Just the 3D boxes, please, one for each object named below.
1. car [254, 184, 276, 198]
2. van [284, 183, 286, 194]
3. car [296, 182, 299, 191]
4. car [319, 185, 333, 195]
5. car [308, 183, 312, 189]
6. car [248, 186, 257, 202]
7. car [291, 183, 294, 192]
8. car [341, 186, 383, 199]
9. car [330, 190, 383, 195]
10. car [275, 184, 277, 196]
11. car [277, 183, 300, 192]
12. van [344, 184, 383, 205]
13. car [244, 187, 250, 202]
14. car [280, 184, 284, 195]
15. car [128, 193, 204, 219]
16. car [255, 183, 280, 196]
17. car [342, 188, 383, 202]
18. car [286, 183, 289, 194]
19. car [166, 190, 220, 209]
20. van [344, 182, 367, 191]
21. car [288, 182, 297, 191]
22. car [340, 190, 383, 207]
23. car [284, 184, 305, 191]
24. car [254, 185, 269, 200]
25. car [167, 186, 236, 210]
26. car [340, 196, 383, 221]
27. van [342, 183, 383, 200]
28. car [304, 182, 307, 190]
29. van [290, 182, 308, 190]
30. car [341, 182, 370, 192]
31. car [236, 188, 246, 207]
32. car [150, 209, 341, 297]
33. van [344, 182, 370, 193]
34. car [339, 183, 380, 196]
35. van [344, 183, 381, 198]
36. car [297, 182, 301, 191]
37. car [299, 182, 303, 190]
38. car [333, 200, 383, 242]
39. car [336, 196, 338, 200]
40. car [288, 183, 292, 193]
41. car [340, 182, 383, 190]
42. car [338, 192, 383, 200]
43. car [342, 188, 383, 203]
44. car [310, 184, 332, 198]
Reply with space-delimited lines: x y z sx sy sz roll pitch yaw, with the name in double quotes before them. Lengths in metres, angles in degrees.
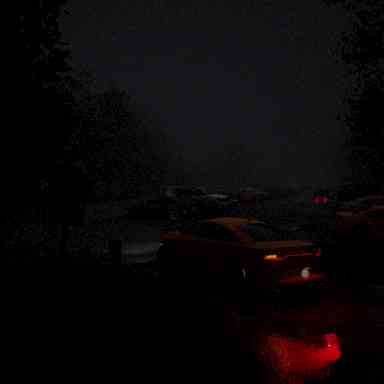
"car" 7.444 0.149 42.162 5.366 1.575 1.946 1 3 25
"van" 12.004 -0.442 52.265 4.442 1.987 1.878 1 2 25
"car" 17.685 -0.651 64.930 4.892 1.521 2.231 1 2 25
"car" 22.805 -0.358 56.582 1.882 1.535 5.008 1 2 25
"car" 26.956 -1.597 85.092 5.566 2.045 2.435 1 2 25
"car" 3.639 0.467 34.754 5.366 1.575 1.946 1 3 25
"car" 15.340 -0.450 59.901 4.792 1.488 2.163 1 2 25
"car" 22.609 0.073 44.292 5.008 1.535 2.097 1 2 25
"car" 13.210 0.893 24.250 5.366 1.575 1.946 1 3 25
"car" 8.423 0.051 44.756 4.892 1.521 2.231 1 3 25
"car" 21.120 -1.038 72.509 4.553 1.767 2.185 1 2 25
"van" 18.150 0.230 34.290 4.442 1.987 1.878 1 3 25
"car" 2.657 0.585 32.153 4.892 1.521 2.231 1 3 25
"car" 10.768 -0.102 49.787 4.792 1.488 2.163 1 2 25
"car" -2.001 1.057 22.083 4.792 1.488 2.163 1 3 25
"car" 9.614 -0.168 47.261 4.553 1.767 2.185 1 2 25
"car" 20.324 0.285 39.252 4.792 1.488 2.163 1 2 25
"car" 13.027 -0.276 54.857 4.792 1.488 2.163 1 2 25
"car" -0.813 0.917 24.589 5.008 1.535 2.097 1 3 25
"van" 36.609 -1.193 74.555 4.442 1.987 1.878 1 2 25
"car" 16.354 -0.571 62.488 5.366 1.575 1.946 1 2 25
"car" 16.813 0.596 31.732 4.792 1.488 2.163 1 3 25
"car" 24.619 -1.132 80.068 4.674 1.452 2.002 1 2 25
"car" 6.002 0.243 39.907 5.366 1.575 1.946 1 3 25
"car" 0.364 0.555 27.090 5.566 2.045 2.435 1 3 25
"car" 12.222 1.049 21.660 4.674 1.452 2.002 1 3 25
"van" 21.346 -0.065 41.800 4.442 1.987 1.878 1 2 24
"car" 23.456 -1.086 77.548 5.008 1.535 2.097 1 2 25
"van" 29.130 -1.672 90.185 4.442 1.987 1.878 1 1 25
"car" 35.323 -1.134 72.097 5.566 2.045 2.435 1 2 25
"car" 1.663 0.695 29.557 5.366 1.575 1.946 1 3 25
"car" 0.892 1.389 8.476 1.882 1.535 5.008 2 -1 -31
"van" 31.994 -0.847 64.487 4.442 1.987 1.878 1 2 25
"car" 26.040 -0.438 51.847 5.566 2.045 2.435 1 2 25
"van" 23.864 -0.237 46.754 4.442 1.987 1.878 1 2 25
"car" 18.830 -0.738 67.458 4.892 1.521 2.231 1 2 25
"car" 19.823 -0.831 70.055 5.366 1.575 1.946 1 2 25
"car" 8.810 1.336 14.223 5.008 1.535 2.097 1 3 25
"car" 11.044 1.149 19.154 4.792 1.488 2.163 1 3 25
"car" 14.183 -0.363 57.379 4.792 1.488 2.163 1 2 25
"car" 15.711 0.427 29.181 5.566 2.045 2.435 1 3 25
"car" 9.997 1.100 16.720 4.553 1.767 2.185 1 3 25
"car" 19.225 0.379 36.854 4.792 1.488 2.163 1 3 25
"car" 18.515 -0.022 47.227 2.128 1.511 4.902 1 2 25
